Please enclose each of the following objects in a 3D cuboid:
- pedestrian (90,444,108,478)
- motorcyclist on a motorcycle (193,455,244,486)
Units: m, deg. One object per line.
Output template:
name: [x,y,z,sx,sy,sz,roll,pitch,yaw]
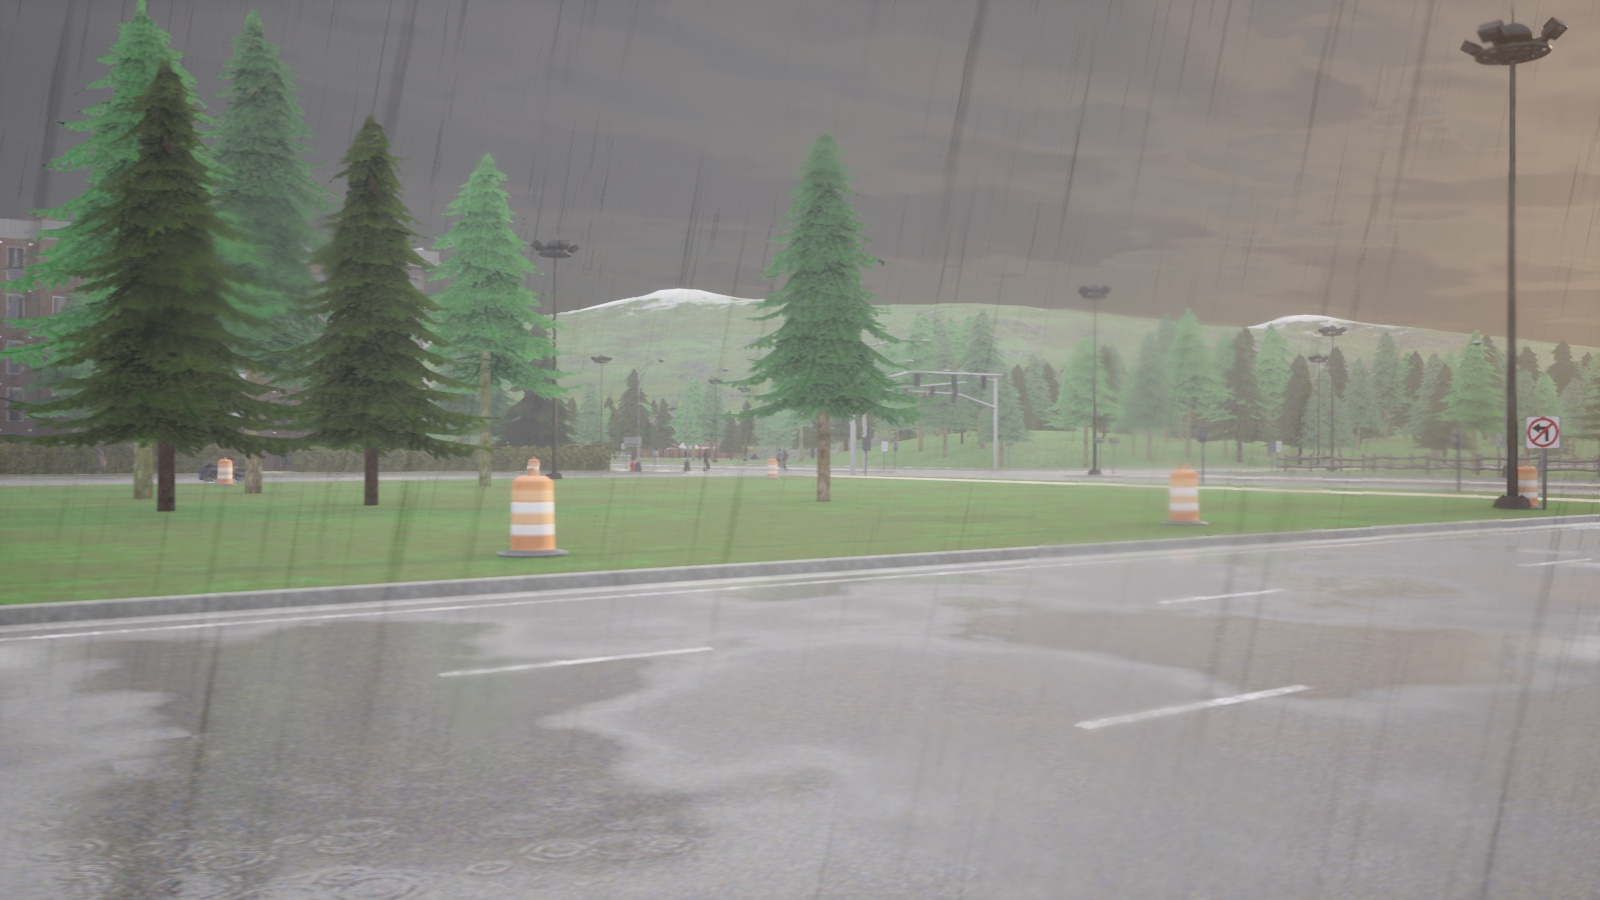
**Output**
pedestrian: [-40.600,0.638,72.759,0.873,1.952,0.659,0,0,-33]
motorcyclist on a motorcycle: [-28.995,0.994,62.625,2.191,1.530,0.866,0,0,-35]
